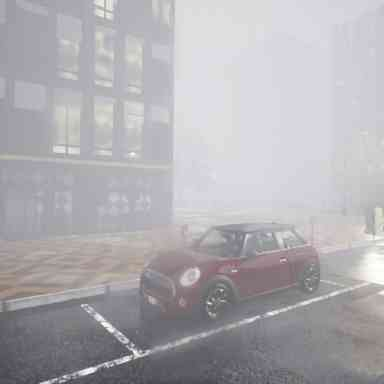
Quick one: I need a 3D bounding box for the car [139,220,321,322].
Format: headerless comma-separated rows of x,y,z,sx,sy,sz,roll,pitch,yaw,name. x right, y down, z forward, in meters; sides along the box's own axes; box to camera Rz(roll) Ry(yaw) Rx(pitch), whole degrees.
0.905,1.442,7.195,4.097,1.590,1.967,0,1,-36,car

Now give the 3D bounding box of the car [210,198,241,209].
4.318,1.678,46.612,2.008,1.369,4.403,1,-1,-35,car

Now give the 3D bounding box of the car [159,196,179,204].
-5.225,1.724,74.591,2.192,1.841,5.009,1,-1,-35,car

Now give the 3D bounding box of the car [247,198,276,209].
11.160,1.800,51.450,1.887,1.381,4.507,1,-1,-35,car

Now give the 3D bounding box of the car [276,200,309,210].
14.437,1.806,46.822,1.802,1.307,4.206,1,-1,-35,car

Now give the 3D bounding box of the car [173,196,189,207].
-2.236,1.733,55.867,1.887,1.381,4.507,1,-1,-35,car

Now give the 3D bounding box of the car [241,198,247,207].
7.883,1.726,56.079,1.967,1.590,4.097,1,-1,-35,car

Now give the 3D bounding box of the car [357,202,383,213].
20.992,1.730,37.567,1.947,1.339,4.313,1,-1,-35,car
